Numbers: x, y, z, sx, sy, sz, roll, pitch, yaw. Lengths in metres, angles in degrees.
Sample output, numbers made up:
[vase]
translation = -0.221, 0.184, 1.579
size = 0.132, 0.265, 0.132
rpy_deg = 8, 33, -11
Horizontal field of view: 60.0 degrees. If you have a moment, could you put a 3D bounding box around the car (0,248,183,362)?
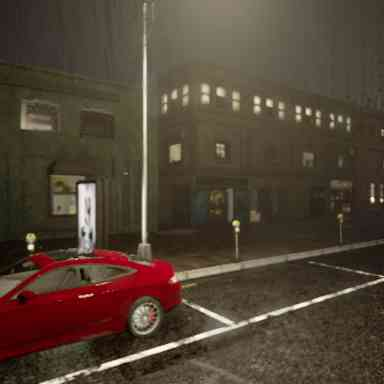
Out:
[car]
translation = -2.108, 1.585, 5.059
size = 4.206, 1.307, 1.802
rpy_deg = 0, 0, -35
